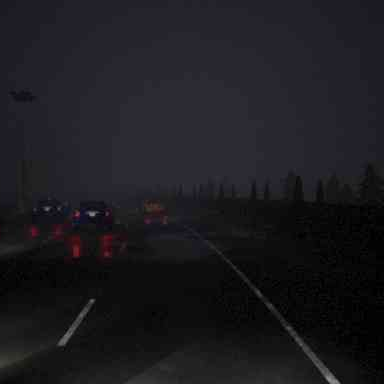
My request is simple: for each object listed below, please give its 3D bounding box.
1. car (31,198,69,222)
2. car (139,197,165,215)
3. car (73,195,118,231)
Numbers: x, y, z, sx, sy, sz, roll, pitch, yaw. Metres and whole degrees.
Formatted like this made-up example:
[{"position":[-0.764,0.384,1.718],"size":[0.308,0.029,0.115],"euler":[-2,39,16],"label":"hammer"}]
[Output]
[{"position":[-10.587,1.220,25.135],"size":[2.097,1.767,4.553],"euler":[0,0,-14],"label":"car"},{"position":[-3.944,1.268,31.941],"size":[1.801,1.575,5.366],"euler":[0,0,-18],"label":"car"},{"position":[-5.777,1.241,20.012],"size":[2.097,1.767,4.553],"euler":[0,0,-11],"label":"car"}]
